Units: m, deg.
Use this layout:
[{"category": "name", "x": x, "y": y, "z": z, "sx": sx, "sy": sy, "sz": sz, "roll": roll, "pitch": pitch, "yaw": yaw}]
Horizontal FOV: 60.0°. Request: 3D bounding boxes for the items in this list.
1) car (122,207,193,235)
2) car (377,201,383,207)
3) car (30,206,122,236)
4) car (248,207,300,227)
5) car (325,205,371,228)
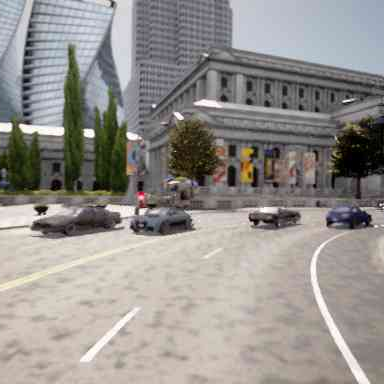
[{"category": "car", "x": -1.643, "y": 1.556, "z": 18.926, "sx": 1.994, "sy": 1.385, "sz": 4.181, "roll": 1, "pitch": 0, "yaw": 30}, {"category": "car", "x": 26.571, "y": 1.573, "z": 43.679, "sx": 4.892, "sy": 1.490, "sz": 1.837, "roll": 1, "pitch": 0, "yaw": -21}, {"category": "car", "x": -6.060, "y": 1.484, "z": 18.294, "sx": 2.033, "sy": 1.411, "sz": 5.357, "roll": 1, "pitch": 0, "yaw": 26}, {"category": "car", "x": 5.932, "y": 1.689, "z": 23.435, "sx": 1.895, "sy": 1.301, "sz": 4.718, "roll": 1, "pitch": 0, "yaw": 40}, {"category": "car", "x": 11.110, "y": 1.678, "z": 23.620, "sx": 4.674, "sy": 1.442, "sz": 1.812, "roll": 1, "pitch": 0, "yaw": -44}]
